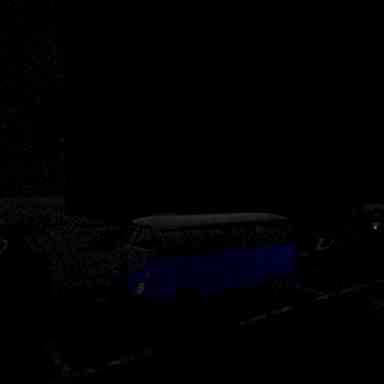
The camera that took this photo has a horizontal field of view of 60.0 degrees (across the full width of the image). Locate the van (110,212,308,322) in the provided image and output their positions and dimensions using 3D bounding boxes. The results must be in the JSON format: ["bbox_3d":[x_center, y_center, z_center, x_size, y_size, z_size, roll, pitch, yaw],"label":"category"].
[{"bbox_3d":[0.418,1.346,6.942,3.998,1.788,1.690,0,0,-35],"label":"van"}]

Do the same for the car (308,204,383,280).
[{"bbox_3d":[4.987,1.327,10.198,5.009,1.841,2.192,0,0,-35],"label":"car"}]

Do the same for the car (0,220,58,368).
[{"bbox_3d":[-4.149,1.314,3.687,5.009,1.841,2.192,0,0,-35],"label":"car"}]
